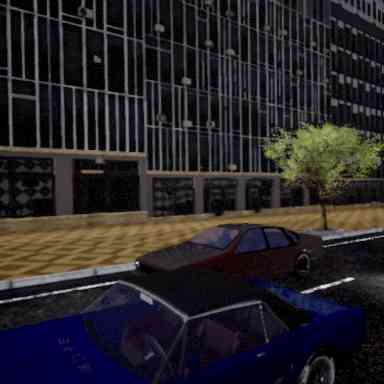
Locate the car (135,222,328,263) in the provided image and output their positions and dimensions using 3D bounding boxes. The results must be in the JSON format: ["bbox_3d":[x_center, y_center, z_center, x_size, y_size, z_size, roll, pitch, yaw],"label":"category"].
[{"bbox_3d":[1.235,1.514,8.435,5.357,1.411,2.033,0,0,-35],"label":"car"}]

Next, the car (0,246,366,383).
[{"bbox_3d":[-0.332,1.592,3.333,4.718,1.301,1.895,0,0,-35],"label":"car"}]
